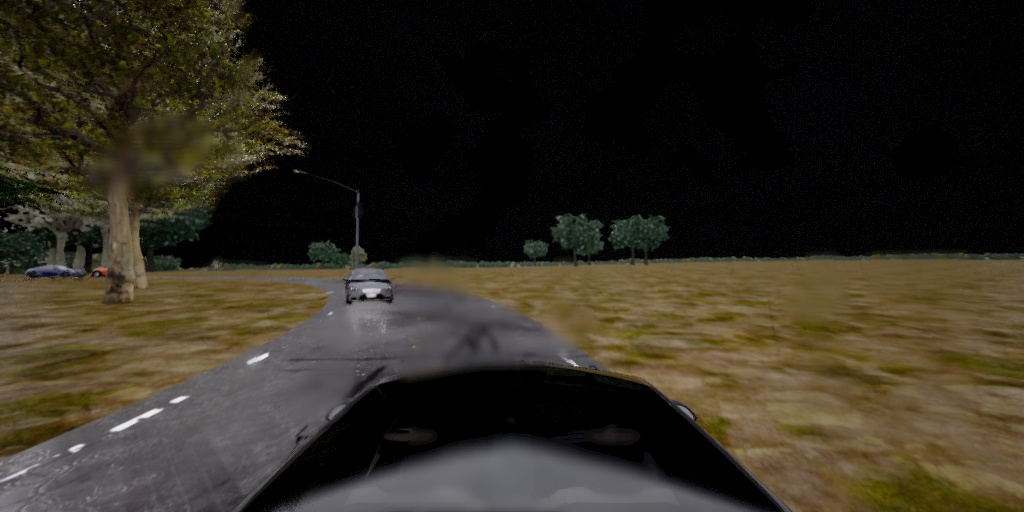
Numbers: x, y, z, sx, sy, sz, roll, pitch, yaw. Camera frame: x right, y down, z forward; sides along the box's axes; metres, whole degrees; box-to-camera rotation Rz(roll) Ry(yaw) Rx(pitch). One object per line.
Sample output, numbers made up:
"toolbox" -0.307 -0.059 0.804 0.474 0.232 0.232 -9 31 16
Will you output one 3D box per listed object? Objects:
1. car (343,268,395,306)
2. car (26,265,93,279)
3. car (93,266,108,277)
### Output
"car" -6.598 1.311 16.471 2.128 1.511 4.902 1 -1 -25
"car" -49.702 1.724 39.176 4.674 1.442 1.812 -1 -2 -10
"car" -47.949 1.692 43.691 4.553 1.767 2.097 0 -2 -8
